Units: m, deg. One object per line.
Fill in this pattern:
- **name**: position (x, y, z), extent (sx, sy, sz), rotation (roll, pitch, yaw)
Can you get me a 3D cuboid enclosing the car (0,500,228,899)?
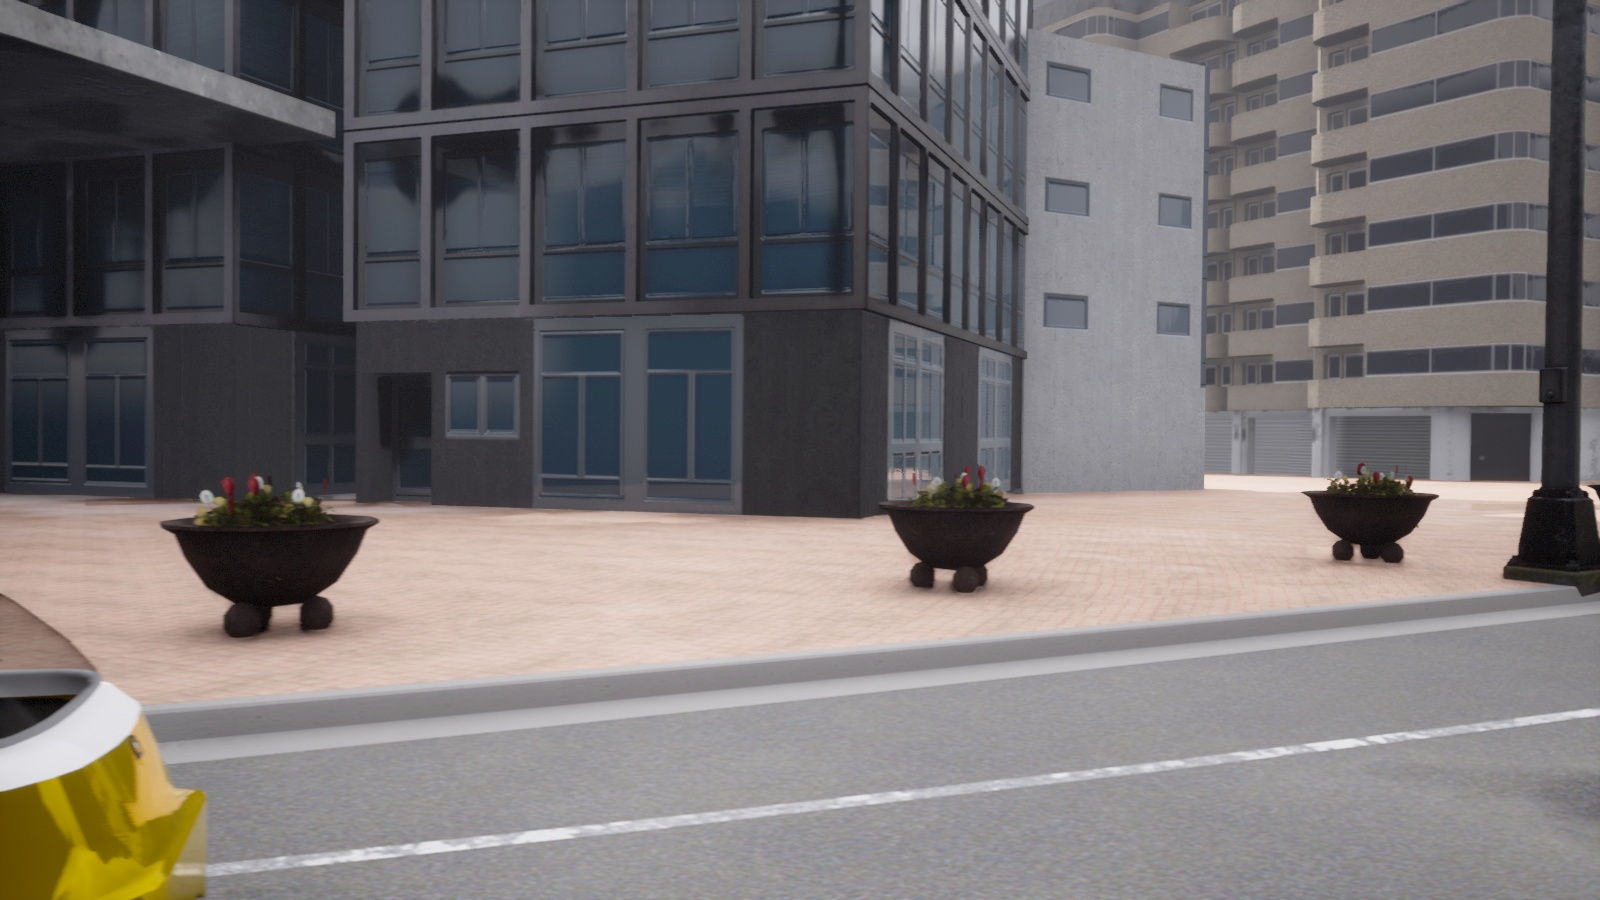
- **car**: position (-2.397, 0.841, 2.414), extent (2.207, 1.376, 1.481), rotation (0, 1, -18)
